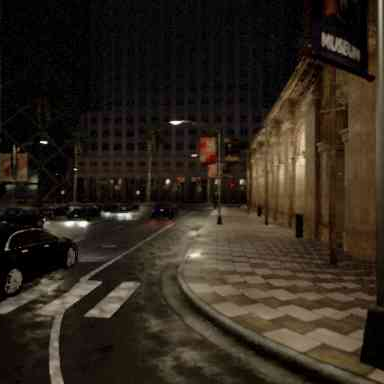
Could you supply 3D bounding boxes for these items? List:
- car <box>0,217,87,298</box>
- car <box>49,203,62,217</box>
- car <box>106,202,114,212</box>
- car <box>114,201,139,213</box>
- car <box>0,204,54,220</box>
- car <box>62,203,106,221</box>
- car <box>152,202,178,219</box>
[{"bbox_3d":[-4.727,1.638,8.829,1.837,1.490,4.892,0,-1,4],"label":"car"},{"bbox_3d":[-13.516,1.855,32.174,2.128,1.511,4.902,0,-1,5],"label":"car"},{"bbox_3d":[-12.098,2.171,47.994,1.895,1.301,4.718,0,-1,5],"label":"car"},{"bbox_3d":[-8.731,2.056,46.400,2.128,1.511,4.902,0,-1,5],"label":"car"},{"bbox_3d":[-10.948,1.716,20.545,2.128,1.511,4.902,0,-1,4],"label":"car"},{"bbox_3d":[-10.073,1.929,31.331,1.994,1.385,4.181,0,-1,5],"label":"car"},{"bbox_3d":[-2.717,1.772,34.053,2.097,1.767,4.553,0,0,5],"label":"car"}]
